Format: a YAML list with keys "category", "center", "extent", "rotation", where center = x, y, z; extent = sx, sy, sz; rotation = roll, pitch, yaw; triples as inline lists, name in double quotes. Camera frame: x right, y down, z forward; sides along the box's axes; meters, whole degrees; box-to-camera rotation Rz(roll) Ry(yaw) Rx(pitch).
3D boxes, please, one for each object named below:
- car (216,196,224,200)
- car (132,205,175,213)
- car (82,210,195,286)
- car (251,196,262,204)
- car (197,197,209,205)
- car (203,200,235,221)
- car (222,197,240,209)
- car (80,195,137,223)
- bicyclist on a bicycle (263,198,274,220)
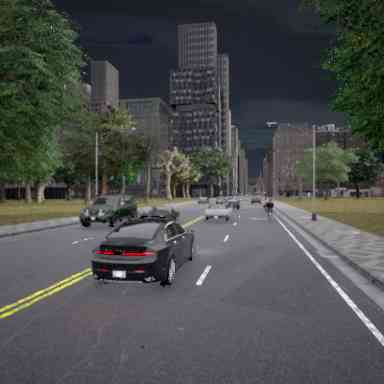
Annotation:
- category: "car"
  center: [5.585, 1.595, 63.799]
  extent: [2.128, 1.511, 4.902]
  rotation: [0, 0, 11]
- category: "car"
  center: [-2.185, 1.612, 22.608]
  extent: [1.895, 1.301, 4.718]
  rotation: [0, 0, 11]
- category: "car"
  center: [-1.122, 1.506, 9.540]
  extent: [1.837, 1.490, 4.892]
  rotation: [0, 0, 11]
- category: "car"
  center: [12.526, 1.619, 64.745]
  extent: [1.837, 1.490, 4.892]
  rotation: [0, 0, 11]
- category: "car"
  center: [2.231, 1.627, 63.555]
  extent: [1.812, 1.442, 4.674]
  rotation: [0, 0, 11]
- category: "car"
  center: [2.285, 1.621, 27.736]
  extent: [1.895, 1.301, 4.718]
  rotation: [0, 0, 11]
- category: "car"
  center: [5.539, 1.584, 45.176]
  extent: [1.812, 1.442, 4.674]
  rotation: [0, 0, 10]
- category: "car"
  center: [-5.467, 1.231, 22.739]
  extent: [2.150, 2.045, 5.566]
  rotation: [0, 0, 11]
- category: "bicyclist on a bicycle"
  center: [6.046, 1.389, 25.848]
  extent: [0.659, 1.776, 1.843]
  rotation: [0, 0, 11]
